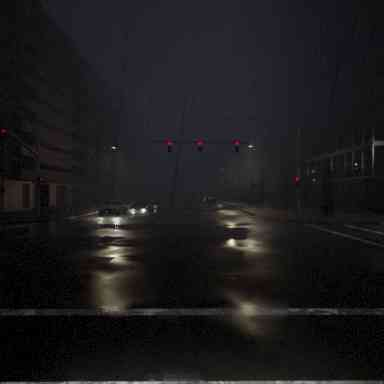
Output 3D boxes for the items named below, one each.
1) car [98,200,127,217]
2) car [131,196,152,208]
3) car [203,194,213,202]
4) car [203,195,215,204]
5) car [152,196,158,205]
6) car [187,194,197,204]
[{"bbox_3d":[-7.516,1.526,32.013,1.812,1.442,4.674,0,0,2],"label":"car"},{"bbox_3d":[-7.386,1.601,47.644,1.895,1.301,4.718,0,0,1],"label":"car"},{"bbox_3d":[3.511,1.355,74.600,2.097,1.767,4.553,0,0,1],"label":"car"},{"bbox_3d":[3.500,1.491,64.735,2.128,1.511,4.902,0,0,1],"label":"car"},{"bbox_3d":[-7.214,1.525,60.671,1.812,1.442,4.674,0,0,1],"label":"car"},{"bbox_3d":[0.001,1.564,64.646,1.994,1.385,4.181,0,0,1],"label":"car"}]
